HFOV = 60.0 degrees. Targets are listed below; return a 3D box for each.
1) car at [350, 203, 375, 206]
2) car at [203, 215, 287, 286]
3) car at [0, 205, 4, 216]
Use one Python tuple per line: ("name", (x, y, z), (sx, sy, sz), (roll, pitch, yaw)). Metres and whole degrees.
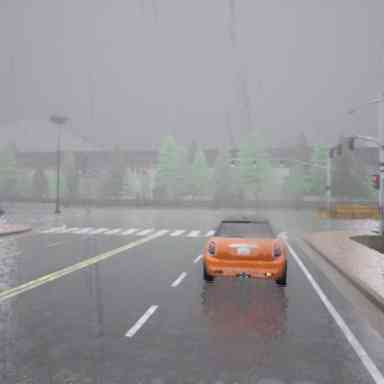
("car", (19.707, 2.103, 39.315), (4.892, 1.490, 1.837), (0, -1, 9))
("car", (1.662, 1.485, 10.152), (2.097, 1.767, 4.553), (0, -1, 11))
("car", (-20.600, 1.462, 31.223), (5.566, 2.045, 2.150), (0, -1, 9))
